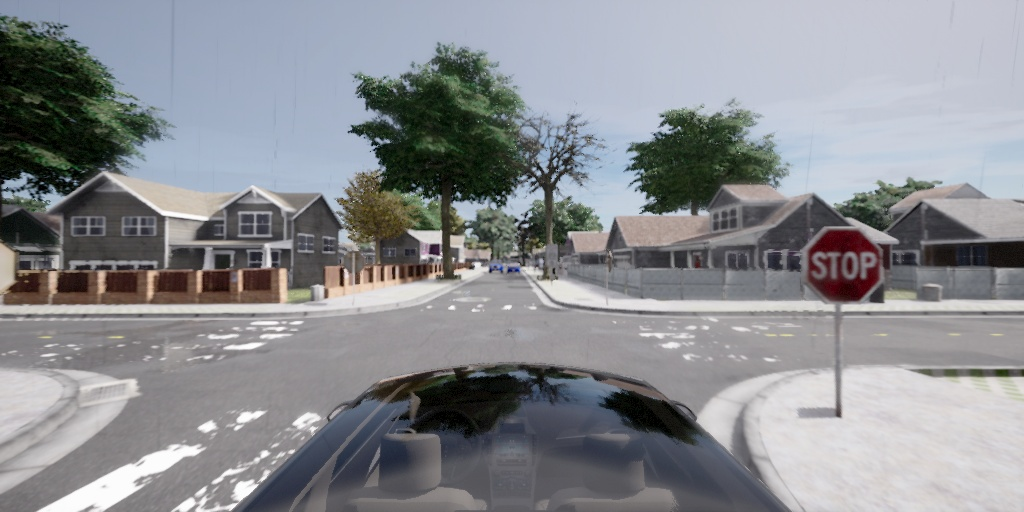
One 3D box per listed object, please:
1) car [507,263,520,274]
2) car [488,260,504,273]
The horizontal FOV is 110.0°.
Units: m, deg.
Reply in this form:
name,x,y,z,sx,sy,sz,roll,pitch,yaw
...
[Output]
name,x,y,z,sx,sy,sz,roll,pitch,yaw
car,0.221,1.888,53.210,1.882,1.535,5.008,0,-1,0
car,-2.510,1.685,57.365,2.150,2.045,5.566,0,-1,0
